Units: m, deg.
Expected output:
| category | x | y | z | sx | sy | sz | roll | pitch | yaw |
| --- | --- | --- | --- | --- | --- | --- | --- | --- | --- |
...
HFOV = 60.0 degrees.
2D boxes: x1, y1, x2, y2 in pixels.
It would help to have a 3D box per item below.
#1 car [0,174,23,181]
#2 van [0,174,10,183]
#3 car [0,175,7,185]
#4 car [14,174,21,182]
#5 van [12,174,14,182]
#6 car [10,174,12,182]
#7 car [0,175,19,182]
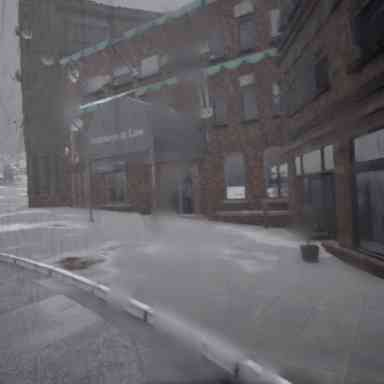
| category | x | y | z | sx | sy | sz | roll | pitch | yaw |
| --- | --- | --- | --- | --- | --- | --- | --- | --- | --- |
| car | -44.440 | -3.500 | 81.662 | 4.892 | 1.521 | 2.231 | -4 | 6 | -38 |
| van | -38.565 | -2.373 | 64.425 | 4.442 | 1.987 | 1.878 | -4 | 6 | -38 |
| car | -37.697 | -1.913 | 61.483 | 4.892 | 1.521 | 2.231 | -4 | 6 | -38 |
| car | -41.387 | -2.837 | 73.133 | 5.366 | 1.575 | 1.946 | -4 | 6 | -38 |
| van | -40.662 | -2.814 | 70.037 | 4.442 | 1.987 | 1.878 | -4 | 6 | -38 |
| car | -39.640 | -2.492 | 67.223 | 4.553 | 1.767 | 2.185 | -4 | 6 | -38 |
| car | -42.470 | -3.023 | 75.923 | 4.792 | 1.488 | 2.163 | -4 | 6 | -38 |
